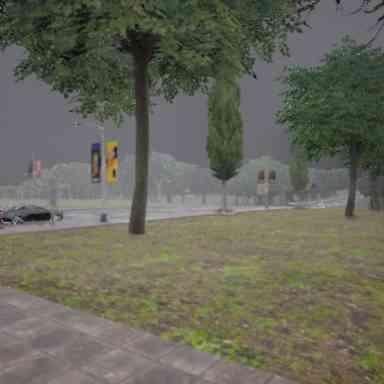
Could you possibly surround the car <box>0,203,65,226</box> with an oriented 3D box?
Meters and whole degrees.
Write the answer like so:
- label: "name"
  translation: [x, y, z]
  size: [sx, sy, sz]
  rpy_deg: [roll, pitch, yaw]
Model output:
- label: "car"
  translation: [-11.852, 1.582, 24.488]
  size: [2.128, 1.511, 4.902]
  rpy_deg: [0, 0, 37]
